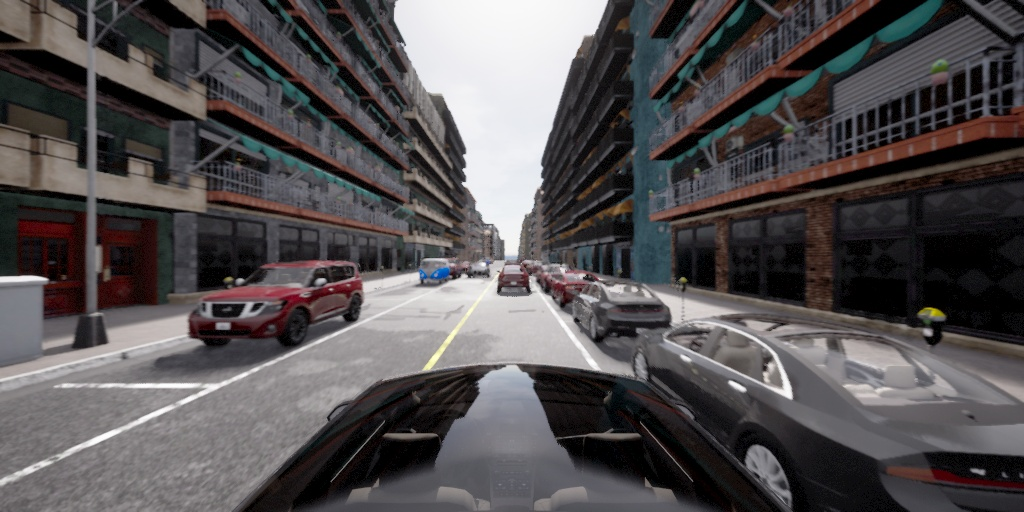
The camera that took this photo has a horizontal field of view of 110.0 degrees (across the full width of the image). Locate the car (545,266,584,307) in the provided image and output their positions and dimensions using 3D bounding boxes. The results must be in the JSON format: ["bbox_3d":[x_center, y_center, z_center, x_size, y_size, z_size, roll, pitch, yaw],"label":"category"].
[{"bbox_3d":[2.683,1.297,15.226,1.888,1.381,4.507,0,0,0],"label":"car"}]

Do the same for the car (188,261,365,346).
[{"bbox_3d":[-5.694,1.066,9.580,2.192,1.841,5.009,0,0,0],"label":"car"}]

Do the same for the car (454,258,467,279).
[{"bbox_3d":[-5.707,1.083,32.225,2.192,1.841,5.009,0,0,0],"label":"car"}]

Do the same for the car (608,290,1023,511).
[{"bbox_3d":[2.689,1.301,3.901,2.007,1.370,4.403,0,0,0],"label":"car"}]

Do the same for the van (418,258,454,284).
[{"bbox_3d":[-5.703,1.100,26.566,1.690,1.789,3.998,0,0,0],"label":"van"}]

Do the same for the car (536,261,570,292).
[{"bbox_3d":[2.680,1.195,20.886,1.967,1.591,4.097,0,0,0],"label":"car"}]

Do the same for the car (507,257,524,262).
[{"bbox_3d":[0.078,1.147,44.408,2.097,1.767,4.553,0,0,0],"label":"car"}]

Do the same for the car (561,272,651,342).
[{"bbox_3d":[2.686,1.302,9.564,2.007,1.370,4.403,0,0,0],"label":"car"}]

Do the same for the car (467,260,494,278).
[{"bbox_3d":[-3.069,1.337,34.062,1.994,1.385,4.181,0,0,0],"label":"car"}]

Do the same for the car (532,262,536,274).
[{"bbox_3d":[2.677,1.341,26.549,1.802,1.307,4.207,0,0,0],"label":"car"}]

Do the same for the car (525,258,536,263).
[{"bbox_3d":[2.671,1.219,37.868,1.967,1.591,4.097,0,0,0],"label":"car"}]

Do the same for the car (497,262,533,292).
[{"bbox_3d":[0.089,1.281,21.409,1.812,1.442,4.674,0,0,0],"label":"car"}]

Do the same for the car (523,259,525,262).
[{"bbox_3d":[2.668,1.318,43.700,1.751,1.417,4.829,0,0,0],"label":"car"}]
